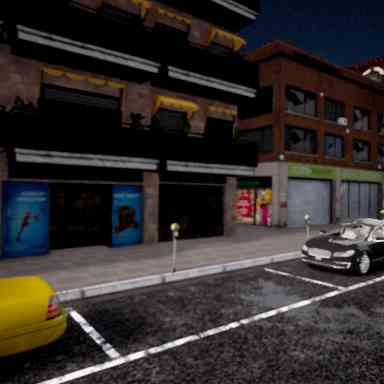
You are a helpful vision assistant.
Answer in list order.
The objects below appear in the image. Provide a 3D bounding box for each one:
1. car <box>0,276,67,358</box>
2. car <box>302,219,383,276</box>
[{"bbox_3d":[-4.004,1.527,3.689,4.829,1.417,1.752,0,1,-35],"label":"car"},{"bbox_3d":[5.201,1.538,10.257,4.403,1.369,2.008,0,1,-35],"label":"car"}]
